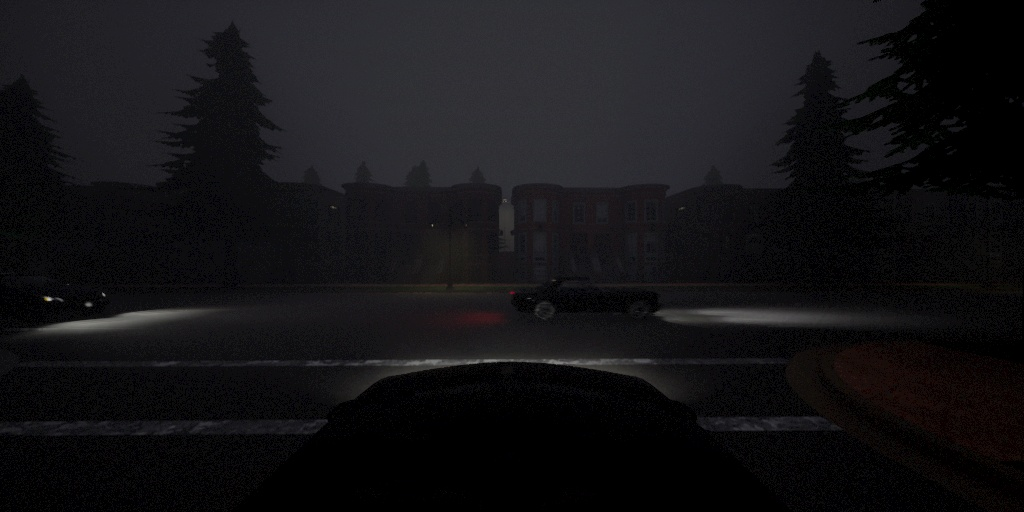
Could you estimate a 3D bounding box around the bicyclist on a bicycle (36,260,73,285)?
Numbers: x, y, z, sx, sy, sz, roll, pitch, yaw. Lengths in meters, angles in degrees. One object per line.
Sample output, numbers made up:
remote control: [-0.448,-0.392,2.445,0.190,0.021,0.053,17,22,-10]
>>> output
bicyclist on a bicycle: [-25.670,1.044,20.135,0.582,1.620,1.656,0,0,-1]

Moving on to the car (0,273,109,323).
car: [-15.836,1.262,11.376,4.674,1.442,1.812,0,0,-2]

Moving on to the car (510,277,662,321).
car: [2.321,1.340,11.792,4.718,1.301,1.895,0,0,-1]
